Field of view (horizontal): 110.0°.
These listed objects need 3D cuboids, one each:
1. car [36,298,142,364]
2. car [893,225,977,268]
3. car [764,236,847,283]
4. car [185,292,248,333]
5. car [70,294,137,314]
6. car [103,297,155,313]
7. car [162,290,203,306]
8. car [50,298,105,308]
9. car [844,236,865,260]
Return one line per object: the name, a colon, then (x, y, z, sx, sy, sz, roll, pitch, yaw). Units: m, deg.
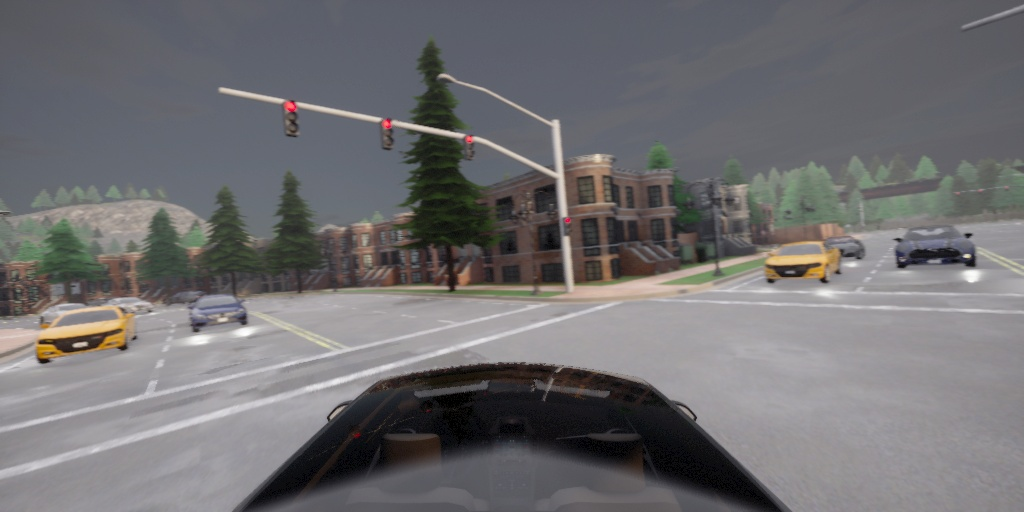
car: (-14.769, 2.564, 12.667, 1.882, 1.535, 5.008, -5, 0, -43)
car: (17.891, -0.514, 15.295, 4.553, 1.767, 2.097, -5, 0, -41)
car: (11.935, 0.151, 14.674, 5.008, 1.535, 1.882, -5, 0, -41)
car: (-13.487, 2.498, 16.409, 1.812, 1.442, 4.674, -5, 0, -43)
car: (-45.224, 5.344, 39.771, 4.902, 1.511, 2.128, -5, 0, 1)
car: (-31.953, 4.173, 29.745, 4.674, 1.442, 1.812, -5, 0, 20)
car: (-34.310, 4.412, 37.971, 5.357, 1.411, 2.033, -5, 0, 15)
car: (-32.244, 4.198, 26.115, 4.674, 1.442, 1.812, -5, 0, 22)
car: (19.942, -0.484, 21.794, 4.181, 1.385, 1.994, -5, 0, -41)
